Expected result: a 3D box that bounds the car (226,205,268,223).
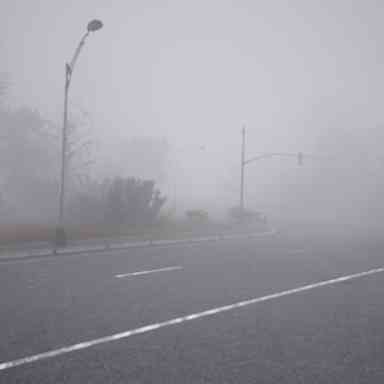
[{"bbox_3d":[4.980,1.973,30.644,2.128,1.511,4.902,2,-1,-25],"label":"car"}]
